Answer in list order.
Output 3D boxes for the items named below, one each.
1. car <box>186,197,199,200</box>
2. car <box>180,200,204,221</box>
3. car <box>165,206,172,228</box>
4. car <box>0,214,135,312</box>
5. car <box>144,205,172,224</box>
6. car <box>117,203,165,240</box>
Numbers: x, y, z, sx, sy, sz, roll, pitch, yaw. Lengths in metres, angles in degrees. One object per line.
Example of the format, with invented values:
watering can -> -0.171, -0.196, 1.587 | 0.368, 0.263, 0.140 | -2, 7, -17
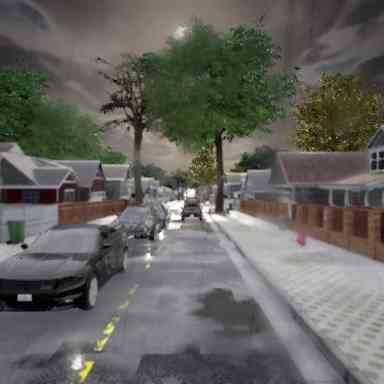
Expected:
car -> 0.045, 1.668, 44.899 | 2.150, 2.045, 5.566 | 0, -1, 0
car -> 0.008, 1.774, 30.297 | 1.837, 1.490, 4.892 | 0, -1, 0
car -> -2.754, 1.590, 23.301 | 2.097, 1.767, 4.553 | 0, -1, 0
car -> -2.838, 1.540, 8.147 | 1.882, 1.535, 5.008 | 0, 0, 0
car -> -2.812, 1.850, 28.370 | 1.895, 1.301, 4.718 | 0, -1, 0
car -> -2.830, 1.494, 17.679 | 2.097, 1.767, 4.553 | 0, 0, 0
